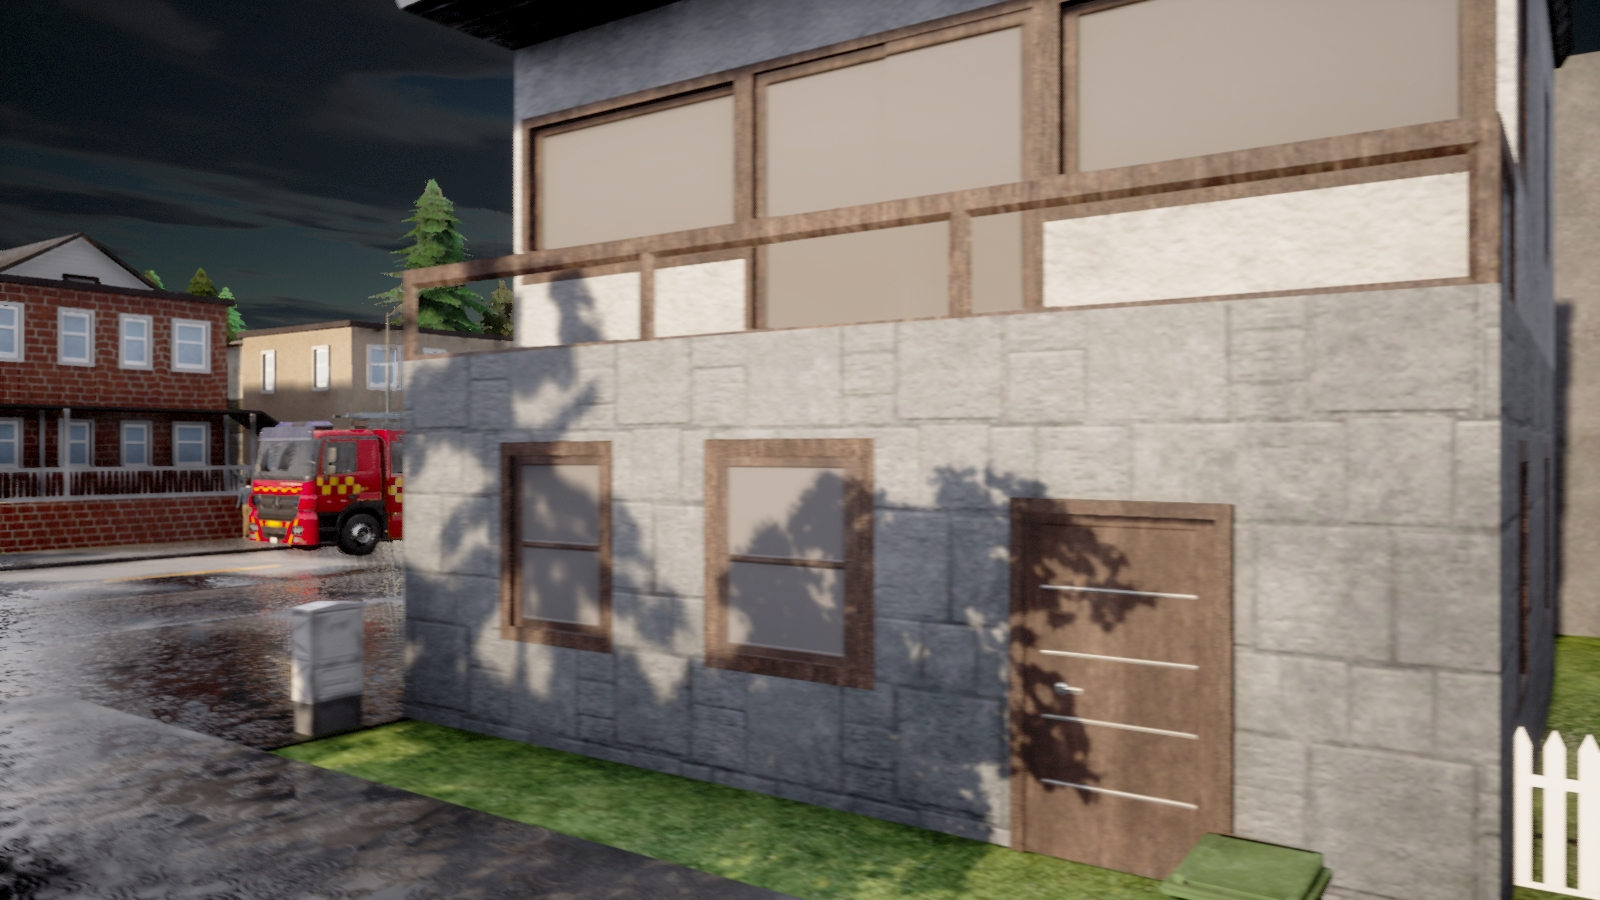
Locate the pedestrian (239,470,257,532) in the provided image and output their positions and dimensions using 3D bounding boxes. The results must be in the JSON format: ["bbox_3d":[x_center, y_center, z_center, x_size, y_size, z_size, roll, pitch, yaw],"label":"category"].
[{"bbox_3d":[-16.648,1.522,34.478,0.375,1.860,0.375,0,0,-5],"label":"pedestrian"}]

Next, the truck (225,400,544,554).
[{"bbox_3d":[-11.527,0.671,32.713,2.891,3.827,8.468,0,0,35],"label":"truck"}]
